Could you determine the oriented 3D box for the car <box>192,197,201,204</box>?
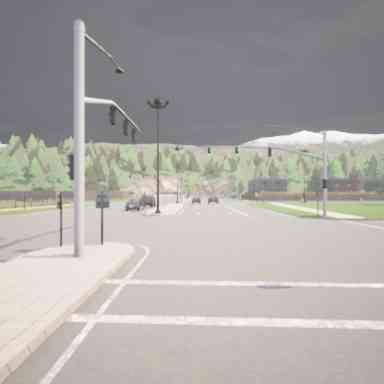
[{"bbox_3d":[0.905,1.730,69.572,2.128,1.511,4.902,0,0,1],"label":"car"}]

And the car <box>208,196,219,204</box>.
[{"bbox_3d":[4.404,1.545,69.495,2.097,1.767,4.553,0,0,1],"label":"car"}]

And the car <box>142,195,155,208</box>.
[{"bbox_3d":[-7.382,1.502,54.835,2.150,2.045,5.566,0,0,1],"label":"car"}]

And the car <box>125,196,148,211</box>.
[{"bbox_3d":[-7.555,1.718,44.108,2.128,1.511,4.902,0,0,1],"label":"car"}]
